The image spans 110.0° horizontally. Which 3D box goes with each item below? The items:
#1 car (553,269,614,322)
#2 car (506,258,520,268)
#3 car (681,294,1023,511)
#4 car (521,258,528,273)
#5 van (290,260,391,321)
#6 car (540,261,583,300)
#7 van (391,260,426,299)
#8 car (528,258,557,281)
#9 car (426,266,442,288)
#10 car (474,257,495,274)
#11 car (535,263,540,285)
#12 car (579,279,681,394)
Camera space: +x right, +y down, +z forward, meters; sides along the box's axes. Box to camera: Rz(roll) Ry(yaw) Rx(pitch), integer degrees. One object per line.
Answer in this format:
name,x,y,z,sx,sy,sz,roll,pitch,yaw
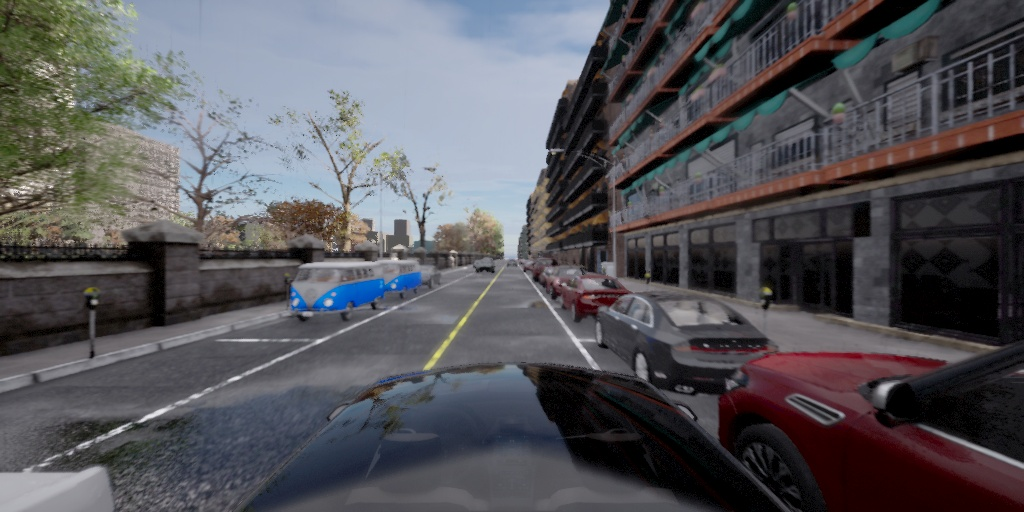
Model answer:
car,2.691,1.297,12.096,1.888,1.381,4.507,0,0,0
car,0.009,1.298,64.118,2.128,1.511,4.902,0,0,0
car,2.690,1.065,0.836,2.192,1.841,5.009,0,0,0
car,2.355,1.307,44.696,1.812,1.442,4.674,0,0,0
van,-5.689,1.092,12.097,1.690,1.789,3.998,0,0,0
car,2.692,1.194,17.725,1.967,1.591,4.097,0,0,0
van,-5.688,1.095,17.726,1.690,1.789,3.998,0,0,0
car,2.693,1.078,28.985,2.192,1.841,5.009,0,0,0
car,-5.688,1.308,23.356,2.007,1.370,4.403,0,0,0
car,-3.081,1.130,42.345,2.097,1.767,4.553,0,0,0
car,2.693,1.340,23.356,1.802,1.307,4.207,0,0,0
car,2.690,1.300,6.466,2.007,1.370,4.403,0,0,0
